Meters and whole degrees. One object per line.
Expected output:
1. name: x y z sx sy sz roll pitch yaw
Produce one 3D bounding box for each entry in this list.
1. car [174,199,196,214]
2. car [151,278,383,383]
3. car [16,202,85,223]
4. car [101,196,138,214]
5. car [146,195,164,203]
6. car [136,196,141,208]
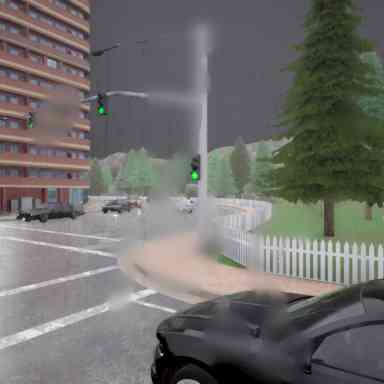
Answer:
1. car: -0.727 1.470 34.649 1.812 1.442 4.674 0 0 8
2. car: 1.873 1.478 2.653 5.008 1.535 1.882 0 0 36
3. car: -10.641 1.492 25.586 2.033 1.411 5.357 0 0 24
4. car: -7.821 1.492 35.405 2.033 1.411 5.357 0 0 7
5. car: -7.745 1.448 69.350 1.837 1.490 4.892 0 0 -42
6. car: -8.119 1.296 45.702 2.097 1.767 4.553 0 0 -11
